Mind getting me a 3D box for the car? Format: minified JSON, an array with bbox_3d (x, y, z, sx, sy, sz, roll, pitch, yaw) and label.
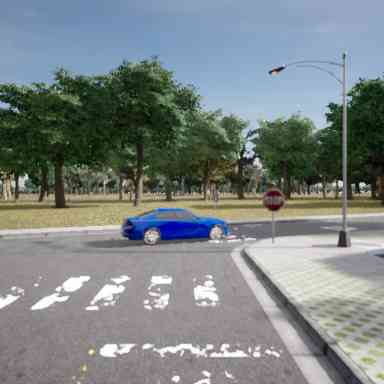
[{"bbox_3d":[-0.751,1.483,15.273,5.008,1.535,1.882,0,0,-23],"label":"car"}]
